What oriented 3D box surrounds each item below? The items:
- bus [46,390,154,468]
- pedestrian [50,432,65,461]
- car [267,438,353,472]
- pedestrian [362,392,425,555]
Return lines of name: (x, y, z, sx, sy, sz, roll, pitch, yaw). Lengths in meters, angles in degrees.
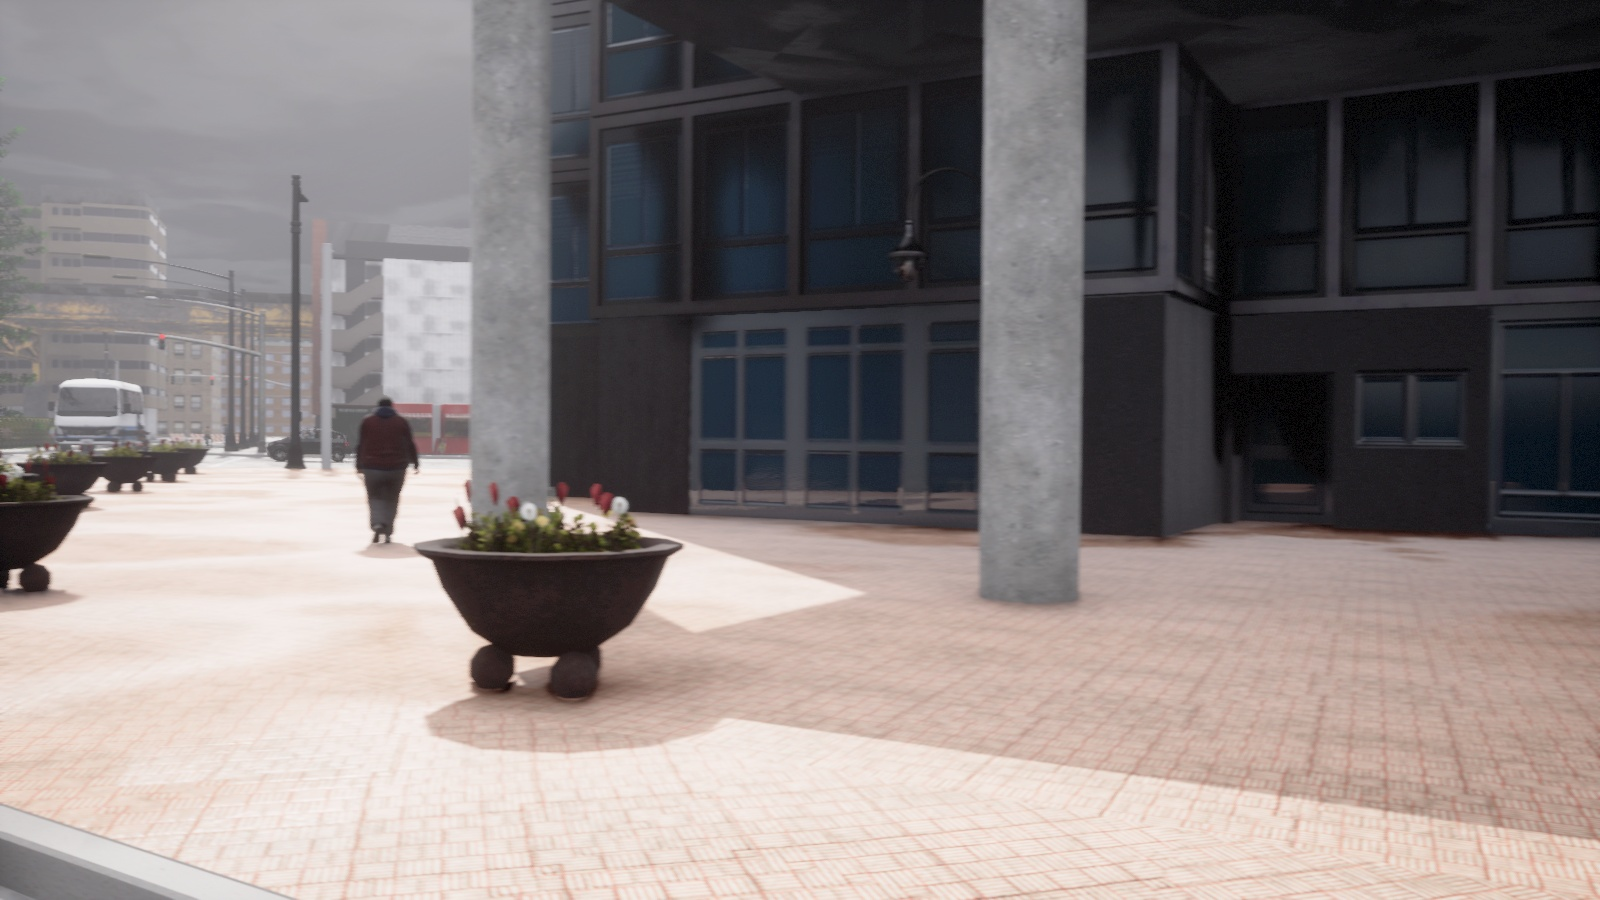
bus: (-41.033, -1.237, 74.071, 3.944, 4.253, 10.273, -1, 1, -20)
pedestrian: (-49.631, -0.243, 83.937, 0.659, 1.952, 0.873, -1, 1, -22)
car: (-23.002, 0.202, 59.048, 3.705, 1.549, 1.789, 0, 1, -21)
pedestrian: (-4.764, 0.259, 14.690, 0.634, 1.844, 0.899, -1, 1, -20)
